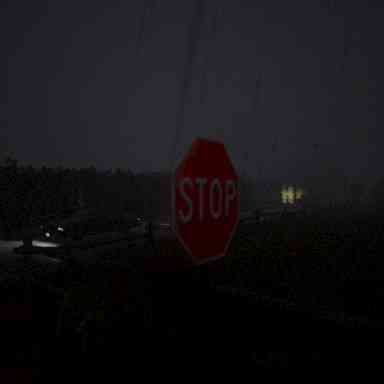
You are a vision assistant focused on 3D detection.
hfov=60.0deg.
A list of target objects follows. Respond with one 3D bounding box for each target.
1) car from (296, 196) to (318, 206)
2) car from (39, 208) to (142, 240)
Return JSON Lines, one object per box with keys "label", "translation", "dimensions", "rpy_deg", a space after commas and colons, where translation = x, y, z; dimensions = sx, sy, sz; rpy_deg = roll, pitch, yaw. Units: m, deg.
{"label": "car", "translation": [15.798, 1.278, 45.799], "dimensions": [2.128, 1.511, 4.902], "rpy_deg": [0, 1, 2]}
{"label": "car", "translation": [-5.001, 1.544, 17.250], "dimensions": [2.033, 1.411, 5.357], "rpy_deg": [0, 0, 35]}
